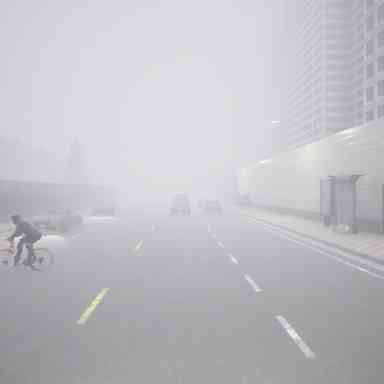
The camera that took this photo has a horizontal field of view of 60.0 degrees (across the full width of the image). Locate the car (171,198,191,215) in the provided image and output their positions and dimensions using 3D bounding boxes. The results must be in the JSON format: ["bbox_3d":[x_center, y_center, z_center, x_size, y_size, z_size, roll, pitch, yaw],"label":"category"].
[{"bbox_3d":[-1.148,1.564,33.985,1.994,1.385,4.181,0,0,-2],"label":"car"}]

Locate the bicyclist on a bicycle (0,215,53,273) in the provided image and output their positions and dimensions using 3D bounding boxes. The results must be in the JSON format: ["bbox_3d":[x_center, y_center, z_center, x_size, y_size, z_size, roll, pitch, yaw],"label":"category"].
[{"bbox_3d":[-4.722,1.455,9.281,1.656,1.620,0.582,-2,0,-2],"label":"bicyclist on a bicycle"}]

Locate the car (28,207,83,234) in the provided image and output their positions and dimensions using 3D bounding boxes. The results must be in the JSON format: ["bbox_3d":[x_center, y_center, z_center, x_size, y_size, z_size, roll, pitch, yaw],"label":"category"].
[{"bbox_3d":[-7.750,1.564,19.083,1.994,1.385,4.181,0,0,-2],"label":"car"}]

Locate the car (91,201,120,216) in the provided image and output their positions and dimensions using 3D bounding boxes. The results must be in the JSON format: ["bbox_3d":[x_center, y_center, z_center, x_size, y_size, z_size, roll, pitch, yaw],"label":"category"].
[{"bbox_3d":[-8.231,1.564,31.898,1.994,1.385,4.181,0,0,-2],"label":"car"}]

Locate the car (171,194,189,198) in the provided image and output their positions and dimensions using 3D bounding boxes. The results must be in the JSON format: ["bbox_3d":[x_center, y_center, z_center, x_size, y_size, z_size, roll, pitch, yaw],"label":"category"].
[{"bbox_3d":[-1.518,1.221,44.083,2.150,2.045,5.566,0,0,-3],"label":"car"}]

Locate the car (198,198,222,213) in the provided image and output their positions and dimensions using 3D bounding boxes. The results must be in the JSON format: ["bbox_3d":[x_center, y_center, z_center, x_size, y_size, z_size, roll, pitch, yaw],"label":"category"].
[{"bbox_3d":[2.221,1.491,37.716,2.128,1.511,4.902,0,0,-2],"label":"car"}]
